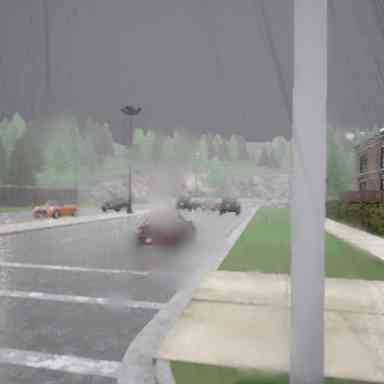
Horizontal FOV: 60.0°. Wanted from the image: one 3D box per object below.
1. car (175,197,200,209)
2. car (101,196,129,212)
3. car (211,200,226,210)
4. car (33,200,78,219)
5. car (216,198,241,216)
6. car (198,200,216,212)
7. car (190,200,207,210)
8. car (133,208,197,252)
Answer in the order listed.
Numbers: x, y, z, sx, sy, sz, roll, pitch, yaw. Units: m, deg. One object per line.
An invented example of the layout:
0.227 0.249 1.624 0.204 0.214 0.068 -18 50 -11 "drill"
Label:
-0.805 1.761 48.223 2.150 2.045 5.566 1 -1 13 "car"
-9.980 1.580 44.223 2.150 2.045 5.566 1 0 13 "car"
4.606 2.189 56.478 1.882 1.535 5.008 1 -1 13 "car"
-12.836 1.527 31.471 2.097 1.767 4.553 1 -1 13 "car"
4.653 1.749 40.101 2.150 2.045 5.566 1 -1 13 "car"
2.599 2.180 47.350 1.895 1.301 4.718 1 -1 13 "car"
1.189 2.175 57.239 1.837 1.490 4.892 1 -1 13 "car"
-1.067 1.683 14.758 1.812 1.442 4.674 1 -1 13 "car"
